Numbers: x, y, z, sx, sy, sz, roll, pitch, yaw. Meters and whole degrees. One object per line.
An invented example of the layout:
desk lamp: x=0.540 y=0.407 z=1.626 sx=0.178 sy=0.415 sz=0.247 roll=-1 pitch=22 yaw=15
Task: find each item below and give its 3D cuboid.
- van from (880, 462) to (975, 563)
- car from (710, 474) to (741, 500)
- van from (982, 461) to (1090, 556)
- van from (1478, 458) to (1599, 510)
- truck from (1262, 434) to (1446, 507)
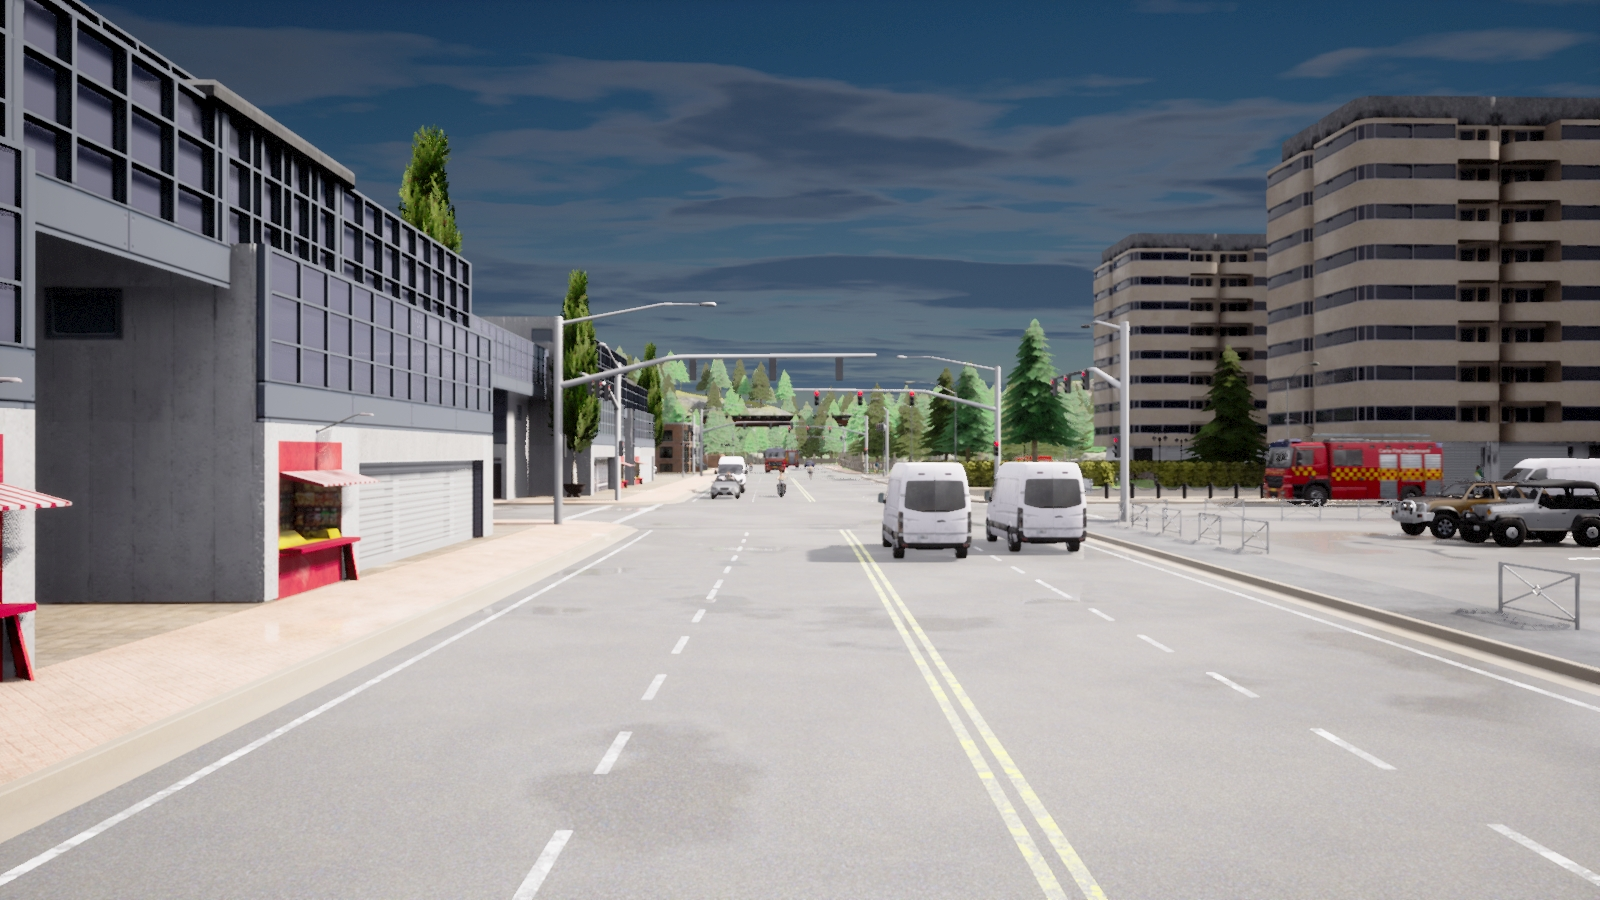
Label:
van: x=3.483 y=1.632 z=32.351 sx=1.988 sy=2.561 sz=5.915 roll=0 pitch=0 yaw=0
car: x=-4.623 y=2.275 z=71.244 sx=1.816 sy=1.474 sz=4.193 roll=0 pitch=0 yaw=-2
van: x=6.966 y=1.638 z=34.394 sx=1.988 sy=2.561 sz=5.915 roll=0 pitch=0 yaw=0
van: x=37.675 y=1.704 z=57.513 sx=5.915 sy=2.561 sz=1.988 roll=0 pitch=0 yaw=-2
truck: x=29.361 y=1.070 z=60.774 sx=8.468 sy=3.827 sz=2.891 roll=0 pitch=0 yaw=-2
